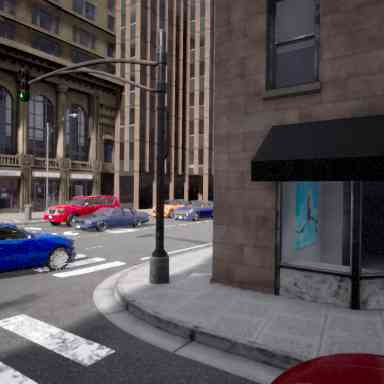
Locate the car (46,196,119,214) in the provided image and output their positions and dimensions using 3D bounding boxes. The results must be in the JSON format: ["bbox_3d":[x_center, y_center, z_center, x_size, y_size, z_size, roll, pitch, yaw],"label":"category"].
[{"bbox_3d":[-7.568,1.289,23.761,2.150,2.045,5.566,1,0,35],"label":"car"}]

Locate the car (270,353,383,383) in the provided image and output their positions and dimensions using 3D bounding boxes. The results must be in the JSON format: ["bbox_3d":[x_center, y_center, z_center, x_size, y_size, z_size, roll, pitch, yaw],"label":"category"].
[{"bbox_3d":[2.380,1.545,1.275,4.507,1.381,1.887,0,1,35],"label":"car"}]

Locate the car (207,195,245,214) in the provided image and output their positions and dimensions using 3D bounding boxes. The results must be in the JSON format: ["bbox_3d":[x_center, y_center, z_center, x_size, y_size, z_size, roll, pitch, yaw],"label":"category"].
[{"bbox_3d":[4.227,1.465,40.562,2.150,2.045,5.566,1,0,35],"label":"car"}]

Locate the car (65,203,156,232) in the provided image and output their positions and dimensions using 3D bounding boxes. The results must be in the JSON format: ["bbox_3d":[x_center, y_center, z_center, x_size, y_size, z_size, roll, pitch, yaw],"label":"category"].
[{"bbox_3d":[-5.105,1.658,21.620,2.033,1.411,5.357,1,0,35],"label":"car"}]

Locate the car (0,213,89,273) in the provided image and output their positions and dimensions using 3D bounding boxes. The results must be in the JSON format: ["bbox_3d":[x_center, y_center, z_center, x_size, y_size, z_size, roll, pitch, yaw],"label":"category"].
[{"bbox_3d":[-5.646,1.535,9.201,1.882,1.535,5.008,1,-2,35],"label":"car"}]

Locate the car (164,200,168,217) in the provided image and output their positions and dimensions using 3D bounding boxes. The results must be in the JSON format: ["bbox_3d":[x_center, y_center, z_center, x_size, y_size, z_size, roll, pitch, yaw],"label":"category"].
[{"bbox_3d":[-1.862,1.504,31.896,2.097,1.767,4.553,1,0,35],"label":"car"}]

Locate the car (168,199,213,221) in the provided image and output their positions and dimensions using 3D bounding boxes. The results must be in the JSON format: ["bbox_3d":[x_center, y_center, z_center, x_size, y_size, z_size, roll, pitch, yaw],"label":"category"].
[{"bbox_3d":[0.335,1.544,29.367,2.097,1.767,4.553,1,0,35],"label":"car"}]
